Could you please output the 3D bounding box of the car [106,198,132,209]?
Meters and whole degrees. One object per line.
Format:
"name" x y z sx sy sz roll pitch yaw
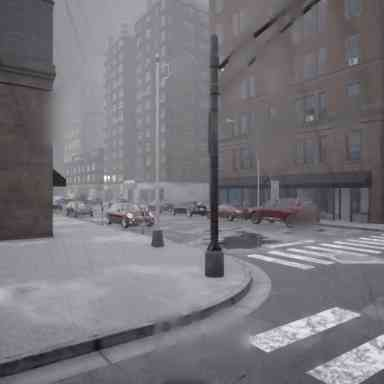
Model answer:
"car" -9.867 1.532 44.759 1.947 1.339 4.313 0 0 -35

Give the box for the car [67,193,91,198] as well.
"car" -17.913 1.173 51.396 2.150 2.045 5.566 0 0 -35

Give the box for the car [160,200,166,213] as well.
"car" -3.507 1.529 35.726 2.008 1.369 4.403 0 0 -35

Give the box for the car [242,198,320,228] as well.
"car" 6.033 1.309 22.176 2.192 1.841 5.009 0 0 -35

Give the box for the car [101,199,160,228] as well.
"car" -4.103 1.430 21.763 1.967 1.590 4.097 0 0 -35

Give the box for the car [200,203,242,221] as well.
"car" 2.853 1.571 26.693 1.802 1.307 4.206 0 0 -35

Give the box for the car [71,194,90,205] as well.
"car" -20.017 1.297 59.616 2.097 1.767 4.553 0 0 -35

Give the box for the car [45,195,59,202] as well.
"car" -32.127 1.470 76.374 2.008 1.369 4.403 0 0 -35

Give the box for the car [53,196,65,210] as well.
"car" -16.827 1.511 39.835 1.887 1.381 4.507 0 0 -35

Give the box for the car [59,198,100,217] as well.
"car" -10.465 1.529 30.799 2.008 1.369 4.403 0 0 -35

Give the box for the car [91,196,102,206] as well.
"car" -15.977 1.457 53.936 1.837 1.490 4.892 0 0 -35

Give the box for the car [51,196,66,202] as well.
"car" -28.947 1.477 71.857 2.008 1.369 4.403 0 0 -35

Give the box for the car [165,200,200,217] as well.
"car" -0.327 1.549 31.209 1.947 1.339 4.313 0 0 -35
